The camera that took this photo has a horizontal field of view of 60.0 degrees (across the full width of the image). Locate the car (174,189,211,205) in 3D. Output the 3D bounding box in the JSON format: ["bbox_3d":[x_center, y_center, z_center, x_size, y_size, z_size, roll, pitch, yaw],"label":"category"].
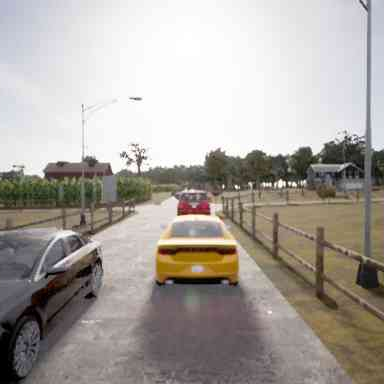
[{"bbox_3d":[0.114,0.921,22.661,2.150,2.045,5.566,0,1,0],"label":"car"}]

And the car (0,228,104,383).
[{"bbox_3d":[-2.840,1.421,5.410,2.128,1.511,4.902,0,1,0],"label":"car"}]

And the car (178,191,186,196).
[{"bbox_3d":[-2.609,0.343,85.695,1.895,1.301,4.718,0,1,0],"label":"car"}]

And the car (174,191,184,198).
[{"bbox_3d":[-2.640,0.539,70.205,1.994,1.385,4.181,0,1,0],"label":"car"}]

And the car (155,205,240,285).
[{"bbox_3d":[0.113,1.359,9.173,1.882,1.535,5.008,0,1,0],"label":"car"}]

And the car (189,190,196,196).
[{"bbox_3d":[0.139,0.256,84.987,1.837,1.490,4.892,0,1,0],"label":"car"}]

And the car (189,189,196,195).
[{"bbox_3d":[0.160,-0.082,95.413,1.882,1.535,5.008,0,1,0],"label":"car"}]
